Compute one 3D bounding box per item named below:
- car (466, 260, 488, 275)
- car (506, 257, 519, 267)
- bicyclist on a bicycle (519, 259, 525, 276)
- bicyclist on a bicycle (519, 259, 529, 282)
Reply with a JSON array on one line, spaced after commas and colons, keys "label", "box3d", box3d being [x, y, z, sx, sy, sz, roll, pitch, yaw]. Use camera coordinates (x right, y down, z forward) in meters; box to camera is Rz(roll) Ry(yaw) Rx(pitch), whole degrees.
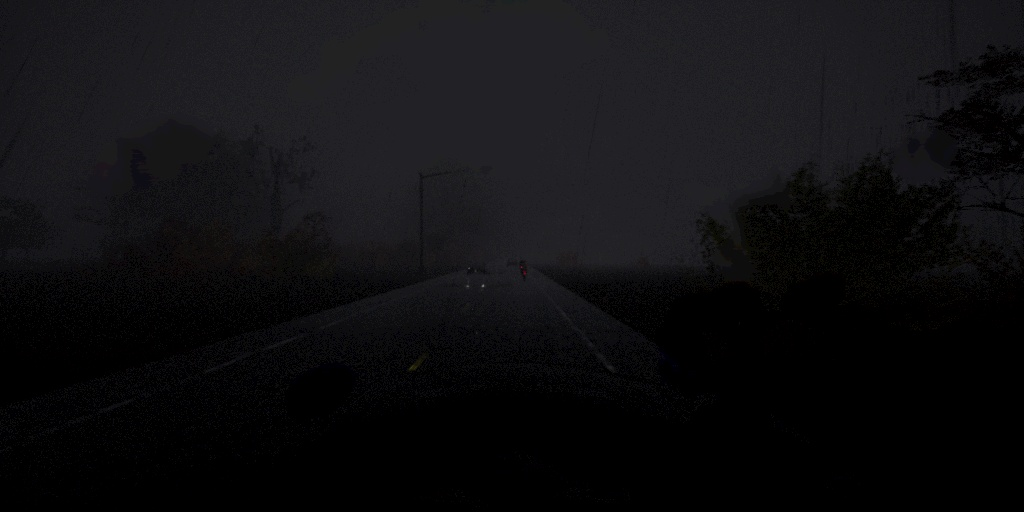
[{"label": "car", "box3d": [-3.571, 1.189, 37.529, 1.812, 1.442, 4.674, 0, 0, 0]}, {"label": "car", "box3d": [0.053, 1.087, 62.845, 1.837, 1.490, 4.892, 0, 0, 1]}, {"label": "bicyclist on a bicycle", "box3d": [0.970, 1.121, 35.786, 0.582, 1.620, 1.656, 0, 0, 0]}, {"label": "bicyclist on a bicycle", "box3d": [0.953, 1.127, 27.553, 0.866, 1.612, 1.509, 0, 0, 0]}]
